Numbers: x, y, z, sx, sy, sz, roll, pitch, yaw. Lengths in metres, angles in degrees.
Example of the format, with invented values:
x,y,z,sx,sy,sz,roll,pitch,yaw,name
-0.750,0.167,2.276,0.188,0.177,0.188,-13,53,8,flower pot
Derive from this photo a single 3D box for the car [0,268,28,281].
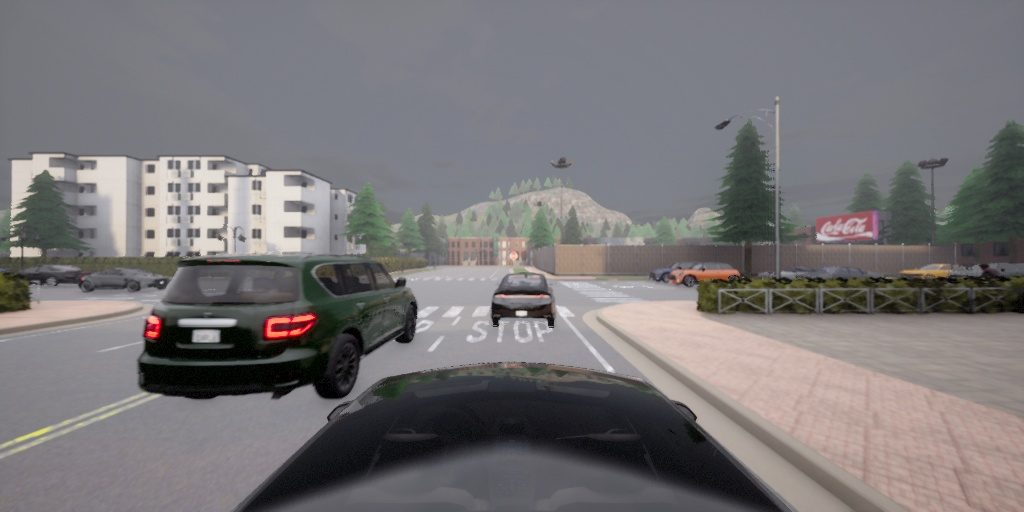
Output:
x,y,z,sx,sy,sz,roll,pitch,yaw,name
-33.660,1.085,21.666,5.566,2.045,2.150,0,0,0,car

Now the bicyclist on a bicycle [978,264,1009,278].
x,y,z,sx,sy,sz,roll,pitch,yaw,name
18.369,1.121,13.782,0.582,1.620,1.656,0,-1,0,bicyclist on a bicycle

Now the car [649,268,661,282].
x,y,z,sx,sy,sz,roll,pitch,yaw,name
13.454,1.258,28.797,4.553,1.767,2.097,0,0,0,car

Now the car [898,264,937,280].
x,y,z,sx,sy,sz,roll,pitch,yaw,name
33.910,1.383,28.584,5.008,1.535,1.882,0,0,1,car

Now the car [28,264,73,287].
x,y,z,sx,sy,sz,roll,pitch,yaw,name
-32.841,1.363,25.376,5.008,1.535,1.882,0,0,0,car

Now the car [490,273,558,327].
x,y,z,sx,sy,sz,roll,pitch,yaw,name
0.453,1.300,11.789,2.128,1.511,4.902,0,0,5,car

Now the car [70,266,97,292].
x,y,z,sx,sy,sz,roll,pitch,yaw,name
-23.230,1.428,21.697,4.181,1.385,1.994,0,0,-2,car

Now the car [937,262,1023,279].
x,y,z,sx,sy,sz,roll,pitch,yaw,name
33.455,1.237,25.062,4.553,1.767,2.097,0,0,2,car

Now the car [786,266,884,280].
x,y,z,sx,sy,sz,roll,pitch,yaw,name
22.902,1.433,25.228,5.357,1.411,2.033,0,0,0,car

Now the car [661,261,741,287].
x,y,z,sx,sy,sz,roll,pitch,yaw,name
13.432,1.238,25.297,4.553,1.767,2.097,0,0,0,car

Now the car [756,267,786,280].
x,y,z,sx,sy,sz,roll,pitch,yaw,name
22.444,1.506,28.728,4.718,1.301,1.895,0,0,1,car

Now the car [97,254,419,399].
x,y,z,sx,sy,sz,roll,pitch,yaw,name
-3.403,1.000,6.671,2.150,2.045,5.566,0,0,0,car
